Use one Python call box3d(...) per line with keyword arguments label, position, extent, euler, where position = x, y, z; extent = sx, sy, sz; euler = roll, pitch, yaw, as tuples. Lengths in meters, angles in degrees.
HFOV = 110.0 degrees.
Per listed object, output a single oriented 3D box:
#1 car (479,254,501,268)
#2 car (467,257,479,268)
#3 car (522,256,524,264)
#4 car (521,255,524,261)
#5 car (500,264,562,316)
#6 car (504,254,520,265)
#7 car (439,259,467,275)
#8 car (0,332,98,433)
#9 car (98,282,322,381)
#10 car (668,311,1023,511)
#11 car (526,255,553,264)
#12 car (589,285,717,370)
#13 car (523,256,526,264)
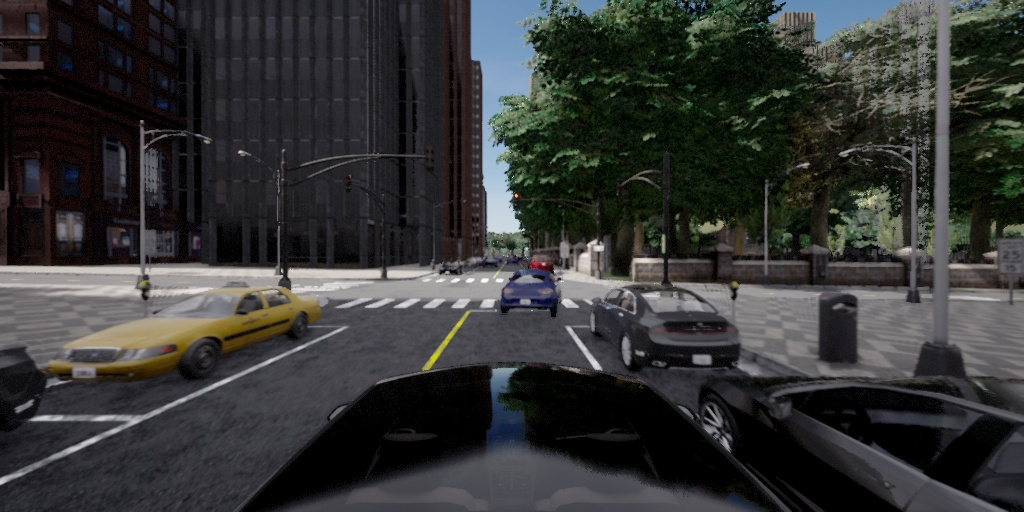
box3d(label="car", position=(-3.033, 0.722, 49.932), extent=(2.097, 1.767, 4.553), euler=(0, 0, 0))
box3d(label="car", position=(-5.712, 0.916, 50.443), extent=(2.007, 1.370, 4.403), euler=(0, 0, 0))
box3d(label="car", position=(2.813, 0.916, 50.442), extent=(2.007, 1.370, 4.403), euler=(0, 0, 0))
box3d(label="car", position=(2.819, 0.876, 55.899), extent=(2.007, 1.370, 4.403), euler=(0, 0, 0))
box3d(label="car", position=(0.785, 1.187, 12.892), extent=(1.812, 1.442, 4.674), euler=(0, 0, 10))
box3d(label="car", position=(0.109, 0.622, 63.397), extent=(2.097, 1.767, 4.553), euler=(0, 0, 0))
box3d(label="car", position=(-5.729, 1.053, 34.073), extent=(1.948, 1.339, 4.313), euler=(0, 0, 0))
box3d(label="car", position=(-5.762, 1.299, 1.897), extent=(2.007, 1.370, 4.403), euler=(0, 0, 0))
box3d(label="car", position=(-5.757, 1.227, 7.240), extent=(1.751, 1.417, 4.829), euler=(0, 0, 0))
box3d(label="car", position=(2.763, 1.314, 1.897), extent=(1.948, 1.339, 4.313), euler=(0, 0, 0))
box3d(label="car", position=(2.796, 0.801, 34.074), extent=(2.192, 1.841, 5.009), euler=(0, 0, 0))
box3d(label="car", position=(2.769, 1.252, 7.410), extent=(2.007, 1.370, 4.403), euler=(0, 0, 0))
box3d(label="car", position=(2.808, 0.972, 44.986), extent=(1.948, 1.339, 4.313), euler=(0, 0, 0))
